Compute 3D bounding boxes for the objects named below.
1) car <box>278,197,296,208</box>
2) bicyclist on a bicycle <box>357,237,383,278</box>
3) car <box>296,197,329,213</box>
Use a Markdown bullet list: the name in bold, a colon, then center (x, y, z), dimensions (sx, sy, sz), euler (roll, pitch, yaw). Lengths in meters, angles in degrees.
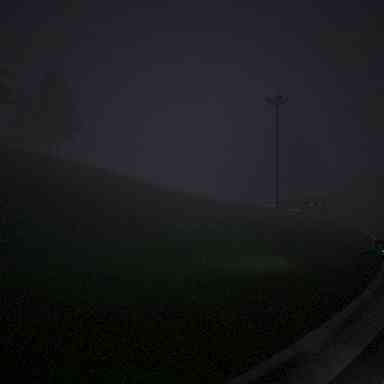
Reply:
- **car**: center (13.455, 1.491, 46.822), dimensions (2.128, 1.511, 4.902), euler (0, 0, -5)
- **bicyclist on a bicycle**: center (4.871, 1.409, 7.917), dimensions (1.656, 1.620, 0.582), euler (8, 5, 35)
- **car**: center (13.584, 1.353, 37.301), dimensions (2.097, 1.767, 4.553), euler (0, 0, 3)
